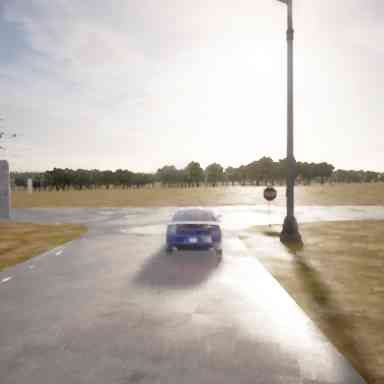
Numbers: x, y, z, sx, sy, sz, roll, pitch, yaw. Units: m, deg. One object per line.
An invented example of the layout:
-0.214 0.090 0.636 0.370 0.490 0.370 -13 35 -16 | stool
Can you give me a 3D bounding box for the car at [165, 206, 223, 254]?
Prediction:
0.155 1.279 12.614 1.882 1.535 5.008 0 1 3 | car
